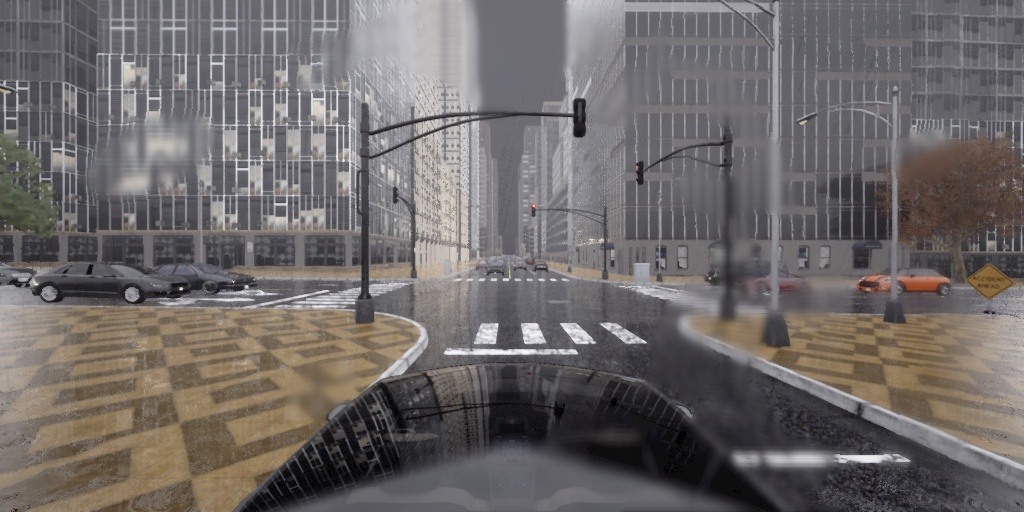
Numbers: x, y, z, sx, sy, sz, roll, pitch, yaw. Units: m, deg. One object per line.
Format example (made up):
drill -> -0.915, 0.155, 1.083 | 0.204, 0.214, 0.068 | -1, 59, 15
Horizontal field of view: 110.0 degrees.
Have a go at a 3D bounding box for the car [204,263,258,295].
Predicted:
car -> -15.438, 1.038, 17.272 | 5.357, 1.411, 2.033 | 1, 0, 0

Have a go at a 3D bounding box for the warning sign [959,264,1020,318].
warning sign -> 17.214, 1.203, 12.935 | 1.060, 1.860, 1.300 | 0, 0, -3

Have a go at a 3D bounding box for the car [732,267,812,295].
car -> 16.090, 1.628, 22.339 | 4.181, 1.385, 1.994 | 1, 0, -3

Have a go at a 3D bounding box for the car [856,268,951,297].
car -> 24.784, 1.572, 22.790 | 4.553, 1.767, 2.097 | 1, 0, -3

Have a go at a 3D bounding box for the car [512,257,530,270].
car -> 1.094, 1.302, 51.321 | 2.033, 1.411, 5.357 | 0, 0, -1

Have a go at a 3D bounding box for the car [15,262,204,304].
car -> -15.426, 0.996, 13.984 | 4.892, 1.490, 1.837 | 1, 0, -3

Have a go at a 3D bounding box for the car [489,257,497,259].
car -> -1.805, 1.261, 48.237 | 1.837, 1.490, 4.892 | 0, 0, -1

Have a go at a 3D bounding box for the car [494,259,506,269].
car -> -1.897, 1.227, 58.491 | 1.882, 1.535, 5.008 | 0, 0, 0

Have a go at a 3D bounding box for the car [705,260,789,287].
car -> 16.903, 1.300, 25.635 | 5.566, 2.045, 2.150 | 1, 0, -3

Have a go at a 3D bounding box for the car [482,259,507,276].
car -> -1.710, 1.309, 38.449 | 2.033, 1.411, 5.357 | 0, 0, -1

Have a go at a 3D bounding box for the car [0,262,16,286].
car -> -25.372, 0.800, 16.723 | 4.902, 1.511, 2.128 | 1, 0, -3

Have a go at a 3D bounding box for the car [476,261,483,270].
car -> -4.315, 1.336, 52.105 | 1.802, 1.307, 4.207 | 0, 0, -1

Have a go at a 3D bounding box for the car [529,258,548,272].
car -> 3.670, 1.323, 46.659 | 1.948, 1.339, 4.313 | 0, 0, -1
